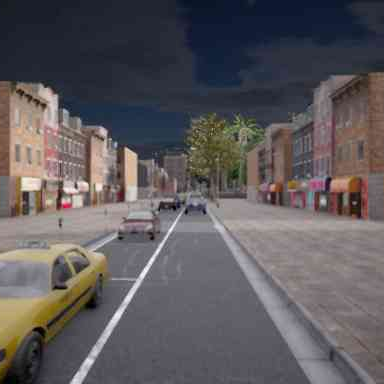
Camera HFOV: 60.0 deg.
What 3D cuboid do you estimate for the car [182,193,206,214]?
[{"bbox_3d":[0.354,1.276,34.389,2.097,1.767,4.553,0,0,1],"label":"car"}]

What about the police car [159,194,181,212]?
[{"bbox_3d":[-2.699,1.334,38.035,1.930,1.638,5.238,0,0,0],"label":"police car"}]

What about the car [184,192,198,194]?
[{"bbox_3d":[0.437,1.125,45.445,2.150,2.045,5.566,0,0,1],"label":"car"}]

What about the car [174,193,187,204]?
[{"bbox_3d":[-2.127,1.178,61.533,2.192,1.841,5.009,0,0,0],"label":"car"}]

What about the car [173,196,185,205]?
[{"bbox_3d":[-2.175,1.419,55.922,1.887,1.381,4.507,0,0,0],"label":"car"}]

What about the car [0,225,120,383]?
[{"bbox_3d":[-2.606,1.507,5.249,1.752,1.417,4.829,0,0,0],"label":"car"}]

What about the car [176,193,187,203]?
[{"bbox_3d":[-2.079,1.168,67.145,2.192,1.841,5.009,0,0,0],"label":"car"}]

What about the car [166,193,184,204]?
[{"bbox_3d":[-2.612,1.124,44.954,2.150,2.045,5.566,0,0,0],"label":"car"}]

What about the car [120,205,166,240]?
[{"bbox_3d":[-2.510,1.538,16.642,1.802,1.307,4.206,0,0,0],"label":"car"}]
